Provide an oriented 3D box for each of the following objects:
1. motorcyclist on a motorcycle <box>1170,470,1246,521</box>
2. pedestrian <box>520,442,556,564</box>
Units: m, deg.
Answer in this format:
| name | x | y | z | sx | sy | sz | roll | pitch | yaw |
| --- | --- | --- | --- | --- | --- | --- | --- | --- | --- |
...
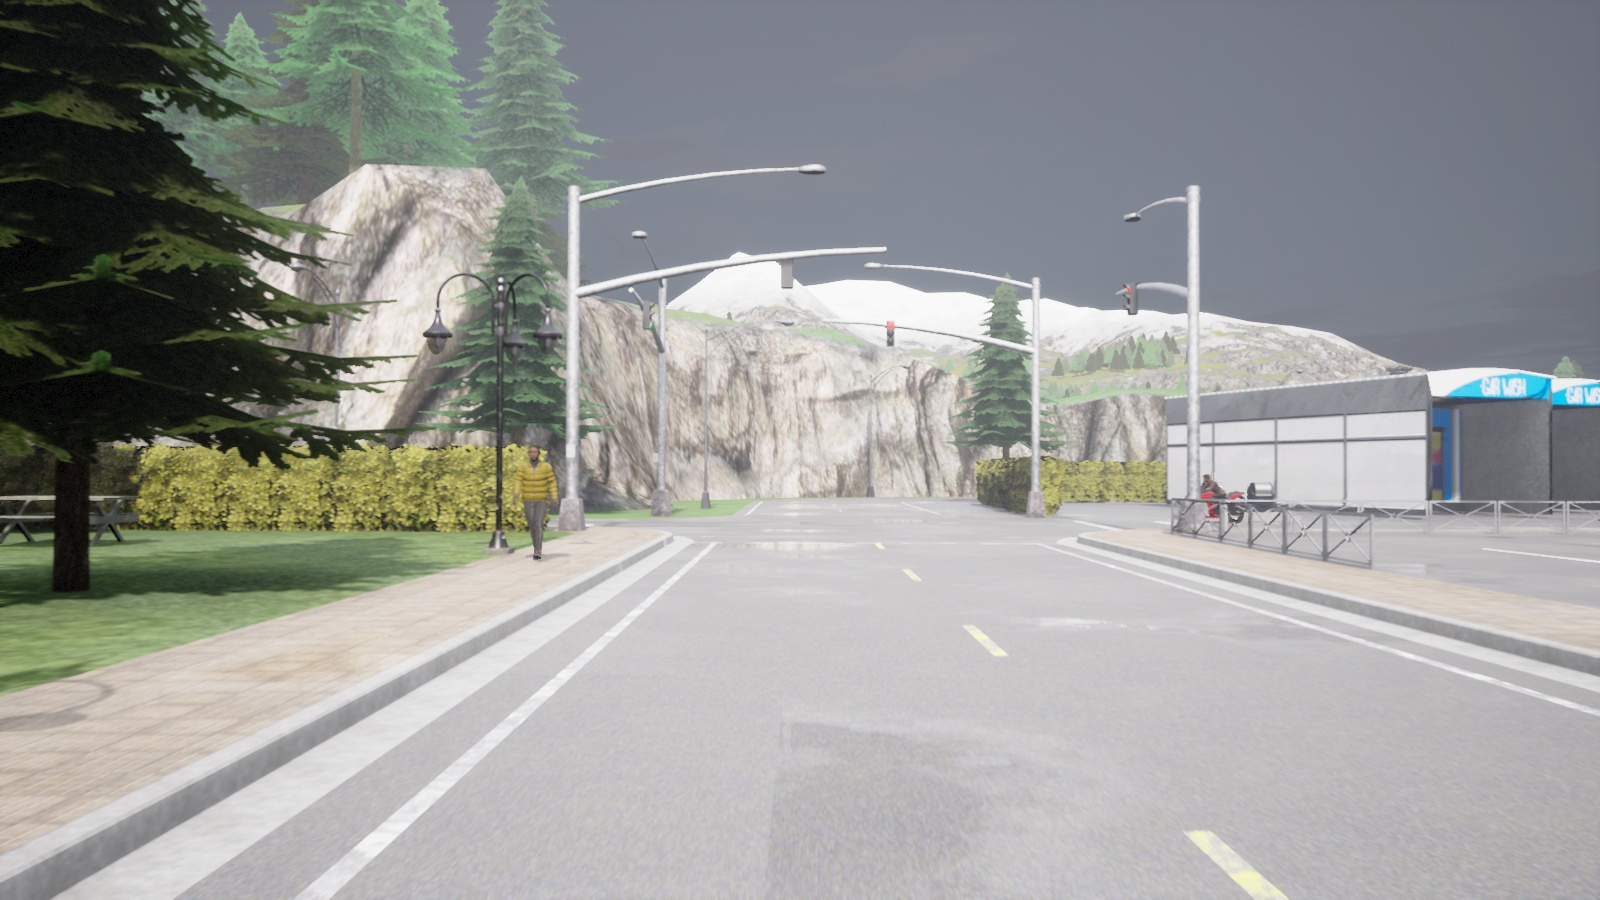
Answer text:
| name | x | y | z | sx | sy | sz | roll | pitch | yaw |
| --- | --- | --- | --- | --- | --- | --- | --- | --- | --- |
| motorcyclist on a motorcycle | 12.351 | 1.384 | 38.057 | 2.044 | 1.523 | 0.797 | 0 | -1 | 1 |
| pedestrian | -4.047 | 0.811 | 19.394 | 0.431 | 1.840 | 0.709 | 0 | -1 | -2 |
